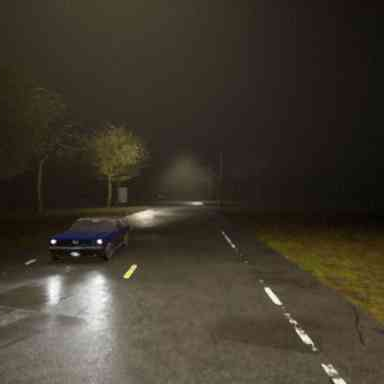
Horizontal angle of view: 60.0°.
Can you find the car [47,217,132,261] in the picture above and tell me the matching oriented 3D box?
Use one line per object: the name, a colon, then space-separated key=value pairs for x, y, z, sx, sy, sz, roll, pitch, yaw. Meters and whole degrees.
car: x=-3.602 y=1.633 z=12.515 sx=1.895 sy=1.301 sz=4.718 roll=0 pitch=0 yaw=0
